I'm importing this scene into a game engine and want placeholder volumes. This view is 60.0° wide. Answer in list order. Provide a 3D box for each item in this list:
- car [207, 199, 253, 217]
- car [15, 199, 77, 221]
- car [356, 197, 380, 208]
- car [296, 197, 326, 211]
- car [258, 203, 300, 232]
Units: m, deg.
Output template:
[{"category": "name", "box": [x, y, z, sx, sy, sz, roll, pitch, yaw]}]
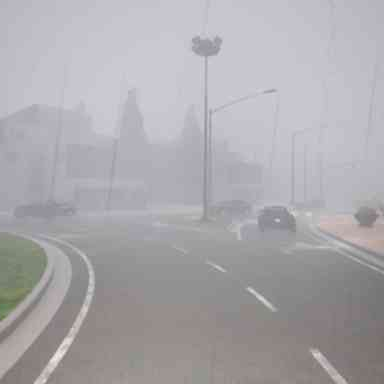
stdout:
[{"category": "car", "box": [3.207, 1.353, 28.928, 4.892, 1.490, 1.837, 0, 0, -38]}, {"category": "car", "box": [-10.725, 1.258, 24.282, 4.902, 1.511, 2.128, 1, 0, 24]}, {"category": "car", "box": [22.989, 1.393, 43.175, 1.882, 1.535, 5.008, 1, 0, 44]}, {"category": "car", "box": [13.928, 1.348, 38.972, 1.882, 1.535, 5.008, 1, 0, 44]}, {"category": "car", "box": [4.940, 1.482, 19.610, 1.994, 1.385, 4.181, 0, 0, 11]}]
